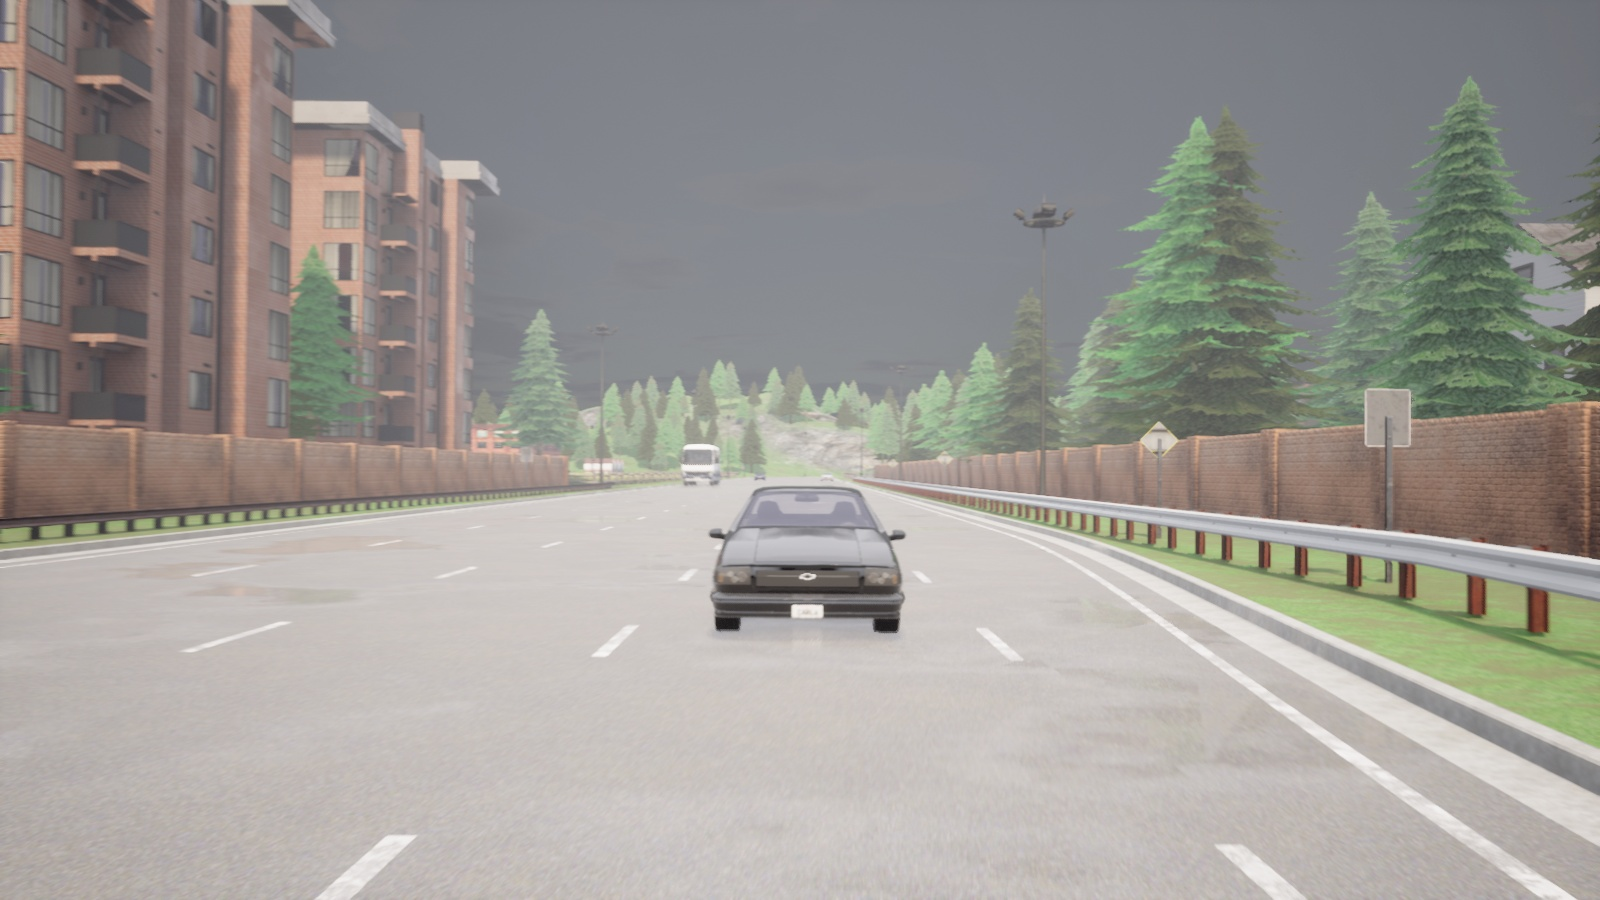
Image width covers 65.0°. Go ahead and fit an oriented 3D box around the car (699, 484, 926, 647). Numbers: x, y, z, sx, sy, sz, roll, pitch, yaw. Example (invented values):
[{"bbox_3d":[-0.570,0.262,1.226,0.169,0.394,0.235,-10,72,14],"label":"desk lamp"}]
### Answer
[{"bbox_3d":[0.120,1.104,13.917,2.033,1.411,5.357,0,-1,0],"label":"car"}]
